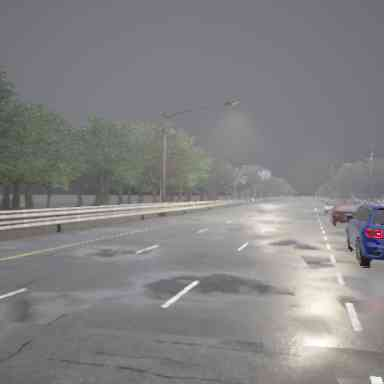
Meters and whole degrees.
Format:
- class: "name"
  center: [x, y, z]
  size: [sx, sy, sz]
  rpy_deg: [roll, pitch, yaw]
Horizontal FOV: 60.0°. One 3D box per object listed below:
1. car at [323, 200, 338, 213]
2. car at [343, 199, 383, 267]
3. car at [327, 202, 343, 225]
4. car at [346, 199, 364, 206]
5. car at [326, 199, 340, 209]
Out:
- class: "car"
  center: [17.970, 2.069, 42.840]
  size: [1.895, 1.301, 4.718]
  rpy_deg: [0, 0, 20]
- class: "car"
  center: [6.833, 1.398, 11.669]
  size: [2.150, 2.045, 5.566]
  rpy_deg: [0, 0, 19]
- class: "car"
  center: [12.124, 1.794, 26.479]
  size: [1.882, 1.535, 5.008]
  rpy_deg: [0, -1, 20]
- class: "car"
  center: [37.573, 2.413, 76.634]
  size: [2.128, 1.511, 4.902]
  rpy_deg: [0, -1, 44]
- class: "car"
  center: [25.557, 2.139, 60.122]
  size: [1.882, 1.535, 5.008]
  rpy_deg: [0, -1, 29]
